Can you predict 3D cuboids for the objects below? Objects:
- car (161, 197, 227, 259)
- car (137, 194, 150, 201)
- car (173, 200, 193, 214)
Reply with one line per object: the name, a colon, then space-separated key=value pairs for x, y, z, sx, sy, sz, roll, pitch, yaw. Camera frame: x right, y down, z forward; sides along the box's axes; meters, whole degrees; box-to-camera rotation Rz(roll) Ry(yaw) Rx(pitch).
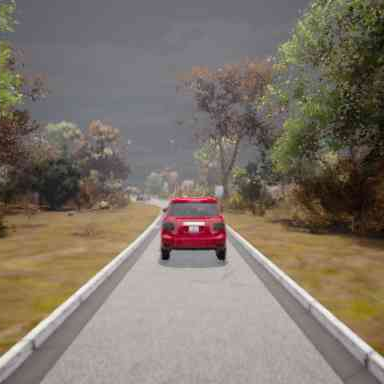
car: x=0.033 y=1.209 z=12.753 sx=2.150 sy=2.045 sz=5.566 roll=0 pitch=0 yaw=-1
car: x=-10.473 y=1.288 z=73.598 sx=1.994 sy=1.385 sz=4.181 roll=0 pitch=0 yaw=-14
car: x=-1.050 y=1.567 z=36.013 sx=1.895 sy=1.301 sz=4.718 roll=0 pitch=0 yaw=-5
